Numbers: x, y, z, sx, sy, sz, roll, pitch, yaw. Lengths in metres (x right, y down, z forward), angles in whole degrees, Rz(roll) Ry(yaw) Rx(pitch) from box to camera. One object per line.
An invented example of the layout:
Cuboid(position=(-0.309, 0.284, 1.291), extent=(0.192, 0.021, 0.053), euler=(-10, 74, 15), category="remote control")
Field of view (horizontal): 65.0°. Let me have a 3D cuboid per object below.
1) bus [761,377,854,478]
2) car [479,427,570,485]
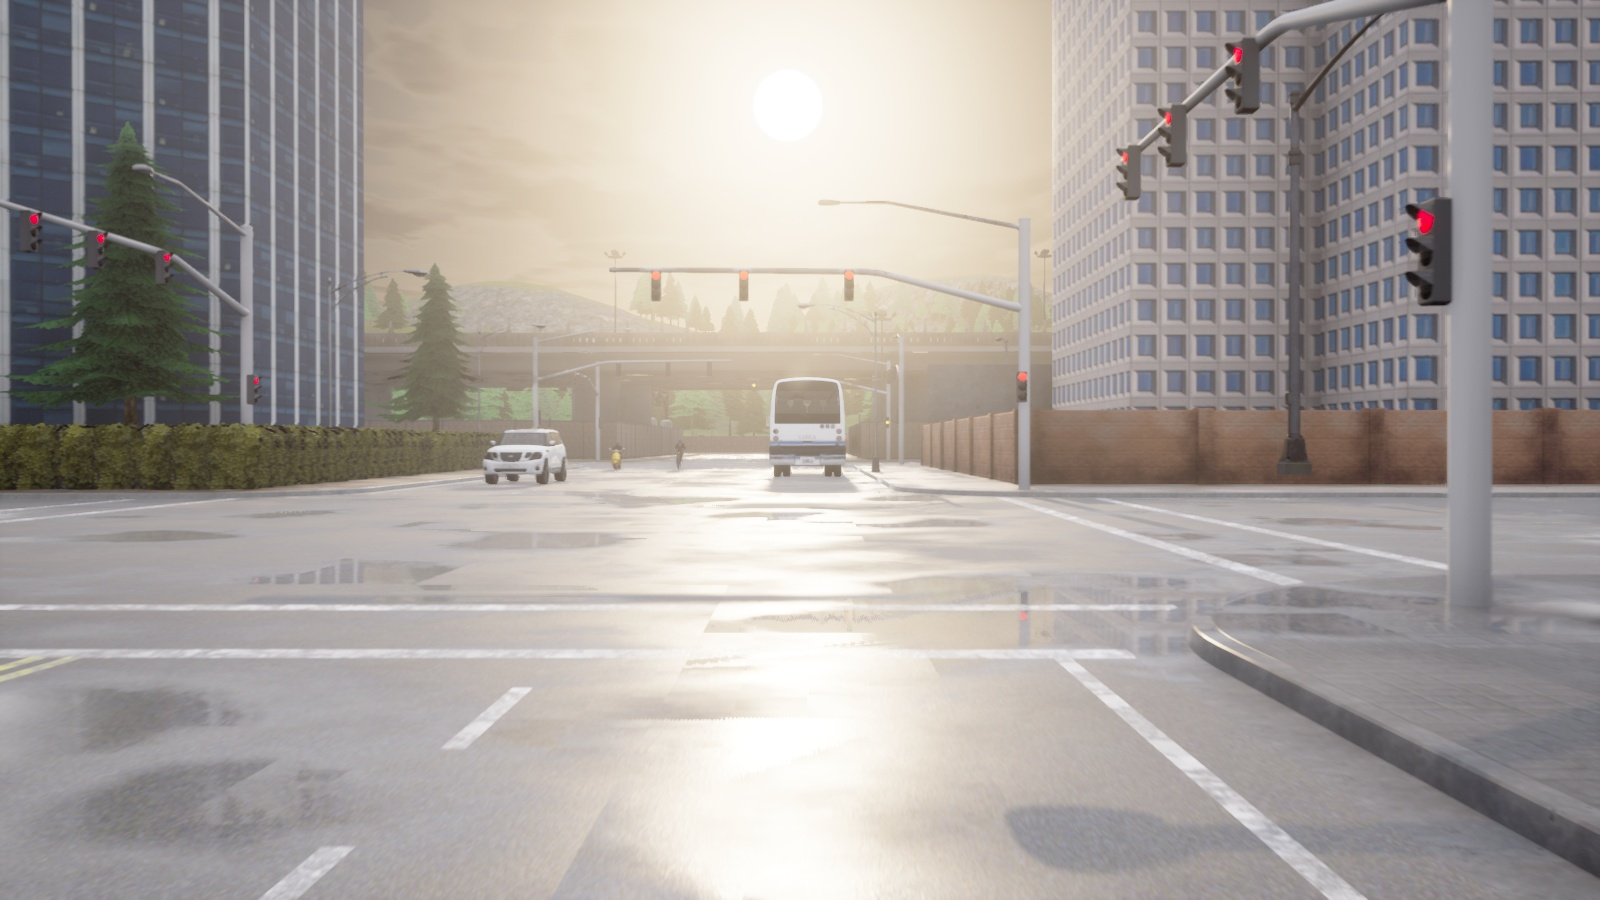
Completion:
Cuboid(position=(0.349, -0.959, 58.397), extent=(3.944, 4.253, 10.273), euler=(0, 0, 0), category="bus")
Cuboid(position=(-10.218, 0.193, 46.950), extent=(2.150, 2.045, 5.566), euler=(0, 0, 0), category="car")
